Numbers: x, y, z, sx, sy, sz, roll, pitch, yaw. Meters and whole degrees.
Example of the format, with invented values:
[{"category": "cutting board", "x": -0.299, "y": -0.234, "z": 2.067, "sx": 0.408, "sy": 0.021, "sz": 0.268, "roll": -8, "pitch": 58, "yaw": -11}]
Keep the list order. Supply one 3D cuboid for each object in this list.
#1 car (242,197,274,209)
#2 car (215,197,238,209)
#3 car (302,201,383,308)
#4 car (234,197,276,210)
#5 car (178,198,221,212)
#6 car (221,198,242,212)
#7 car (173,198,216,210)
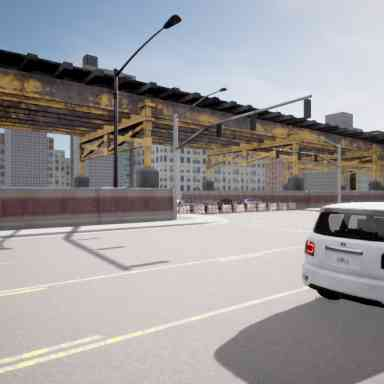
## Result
[{"category": "car", "x": 8.000, "y": 1.295, "z": 42.969, "sx": 4.536, "sy": 1.218, "sz": 1.853, "roll": 0, "pitch": 0, "yaw": -7}, {"category": "car", "x": 4.148, "y": 1.295, "z": 39.275, "sx": 1.853, "sy": 1.218, "sz": 4.536, "roll": 0, "pitch": 0, "yaw": 18}, {"category": "car", "x": 4.732, "y": 1.221, "z": 7.133, "sx": 5.566, "sy": 2.045, "sz": 2.150, "roll": 0, "pitch": 0, "yaw": -35}, {"category": "car", "x": 8.052, "y": 1.453, "z": 42.975, "sx": 4.974, "sy": 1.542, "sz": 2.038, "roll": 0, "pitch": 0, "yaw": -7}, {"category": "car", "x": 0.381, "y": 1.453, "z": 36.549, "sx": 4.974, "sy": 1.542, "sz": 2.038, "roll": 0, "pitch": 0, "yaw": 8}, {"category": "car", "x": 4.133, "y": 1.453, "z": 39.225, "sx": 2.038, "sy": 1.542, "sz": 4.974, "roll": 0, "pitch": 0, "yaw": 18}, {"category": "car", "x": 0.330, "y": 1.295, "z": 36.556, "sx": 4.536, "sy": 1.218, "sz": 1.853, "roll": 0, "pitch": 0, "yaw": 8}]
